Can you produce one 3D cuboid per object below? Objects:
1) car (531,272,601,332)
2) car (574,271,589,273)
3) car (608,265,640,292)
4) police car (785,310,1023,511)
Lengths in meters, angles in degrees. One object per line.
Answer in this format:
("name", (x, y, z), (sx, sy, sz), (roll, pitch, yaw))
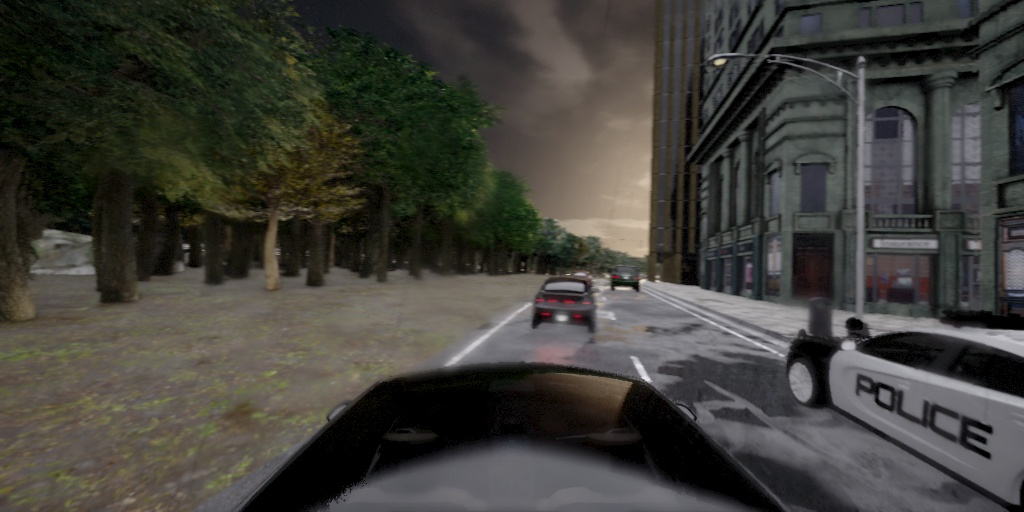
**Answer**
("car", (1.801, 1.438, 11.832), (1.837, 1.490, 4.892), (2, -1, 11))
("car", (5.707, 1.946, 29.613), (1.812, 1.442, 4.674), (2, -1, 13))
("car", (9.197, 1.786, 29.421), (2.150, 2.045, 5.566), (2, -1, 14))
("police car", (4.893, 1.392, 3.640), (1.930, 1.638, 5.238), (2, -1, 11))
